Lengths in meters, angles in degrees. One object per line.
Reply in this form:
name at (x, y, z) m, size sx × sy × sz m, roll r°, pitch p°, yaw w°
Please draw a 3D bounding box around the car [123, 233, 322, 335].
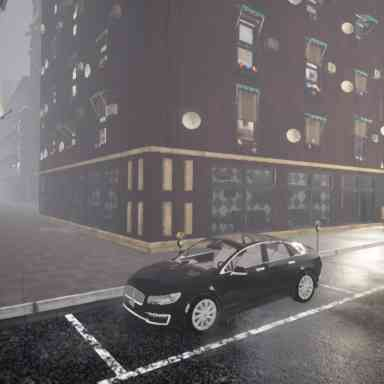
car at (0.810, 1.552, 6.626) m, size 4.403 × 1.369 × 2.008 m, roll 0°, pitch 1°, yaw -35°
